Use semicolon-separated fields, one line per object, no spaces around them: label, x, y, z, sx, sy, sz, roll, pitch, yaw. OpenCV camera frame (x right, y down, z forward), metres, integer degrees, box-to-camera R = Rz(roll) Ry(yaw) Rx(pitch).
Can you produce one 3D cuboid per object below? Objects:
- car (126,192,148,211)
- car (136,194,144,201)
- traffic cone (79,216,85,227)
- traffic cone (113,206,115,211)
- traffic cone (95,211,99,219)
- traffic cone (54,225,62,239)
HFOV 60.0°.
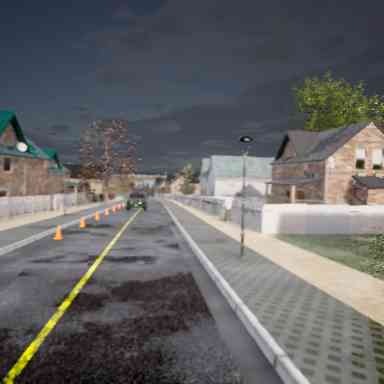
car;-6.096;1.031;37.230;2.150;2.045;5.566;2;0;-6
car;-12.477;1.287;79.446;1.837;1.490;4.892;2;0;-9
traffic cone;-6.490;1.748;19.737;0.340;0.580;0.340;2;0;-6
traffic cone;-8.128;1.702;34.681;0.340;0.580;0.340;2;0;-6
traffic cone;-7.048;1.729;24.721;0.340;0.580;0.340;2;0;-6
traffic cone;-5.918;1.769;14.756;0.340;0.580;0.340;2;0;-7
